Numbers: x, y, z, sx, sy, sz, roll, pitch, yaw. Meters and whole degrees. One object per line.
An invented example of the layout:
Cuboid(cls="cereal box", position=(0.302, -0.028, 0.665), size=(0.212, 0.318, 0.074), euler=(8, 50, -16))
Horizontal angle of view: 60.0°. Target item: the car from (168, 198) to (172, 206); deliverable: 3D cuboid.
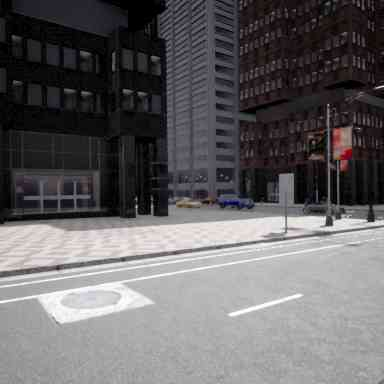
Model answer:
Cuboid(cls="car", position=(-4.084, 1.735, 58.981), size=(1.994, 1.385, 4.181), euler=(-1, 0, -35))

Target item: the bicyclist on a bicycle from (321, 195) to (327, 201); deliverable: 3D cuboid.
Cuboid(cls="bicyclist on a bicycle", position=(17.416, 1.252, 43.805), size=(1.656, 1.620, 0.582), euler=(-1, 1, -36))

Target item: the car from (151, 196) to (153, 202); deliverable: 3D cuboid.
Cuboid(cls="car", position=(-7.764, 1.652, 69.366), size=(1.812, 1.442, 4.674), euler=(-1, 0, -36))

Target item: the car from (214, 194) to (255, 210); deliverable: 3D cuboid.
Cuboid(cls="car", position=(5.938, 1.331, 44.851), size=(2.150, 2.045, 5.566), euler=(-1, 0, -36))

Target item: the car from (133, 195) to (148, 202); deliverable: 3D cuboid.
Cuboid(cls="car", position=(-12.632, 1.617, 80.922), size=(1.967, 1.590, 4.097), euler=(-1, 1, -36))

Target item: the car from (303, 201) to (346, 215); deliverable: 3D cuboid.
Cuboid(cls="car", position=(13.533, 1.626, 34.237), size=(1.994, 1.385, 4.181), euler=(-1, 0, -36))

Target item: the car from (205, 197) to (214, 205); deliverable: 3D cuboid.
Cuboid(cls="car", position=(3.140, 1.612, 58.853), size=(1.887, 1.381, 4.507), euler=(-1, 1, -36))

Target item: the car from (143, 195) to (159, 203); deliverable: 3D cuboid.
Cuboid(cls="car", position=(-9.478, 1.594, 76.508), size=(1.967, 1.590, 4.097), euler=(-1, 1, -36))

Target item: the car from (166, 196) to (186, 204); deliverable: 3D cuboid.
Cuboid(cls="car", position=(-3.267, 1.635, 67.819), size=(1.752, 1.417, 4.829), euler=(-1, 1, -36))

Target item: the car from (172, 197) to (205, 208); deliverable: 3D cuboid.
Cuboid(cls="car", position=(-0.547, 1.699, 49.349), size=(1.752, 1.417, 4.829), euler=(-1, 1, -36))

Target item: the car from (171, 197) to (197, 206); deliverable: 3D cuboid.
Cuboid(cls="car", position=(-1.570, 1.672, 60.751), size=(2.033, 1.411, 5.357), euler=(-1, 0, -35))
